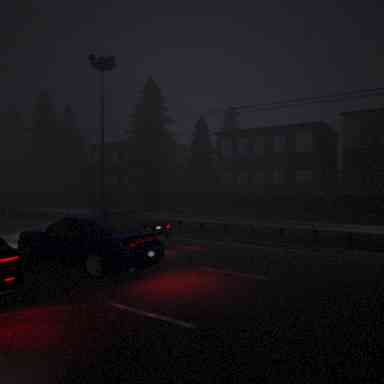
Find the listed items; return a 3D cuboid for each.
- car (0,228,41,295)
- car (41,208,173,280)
[{"bbox_3d":[-5.593,1.423,7.186,4.892,1.490,1.837,1,1,34],"label":"car"},{"bbox_3d":[-3.078,1.381,9.716,5.008,1.535,1.882,1,1,34],"label":"car"}]
